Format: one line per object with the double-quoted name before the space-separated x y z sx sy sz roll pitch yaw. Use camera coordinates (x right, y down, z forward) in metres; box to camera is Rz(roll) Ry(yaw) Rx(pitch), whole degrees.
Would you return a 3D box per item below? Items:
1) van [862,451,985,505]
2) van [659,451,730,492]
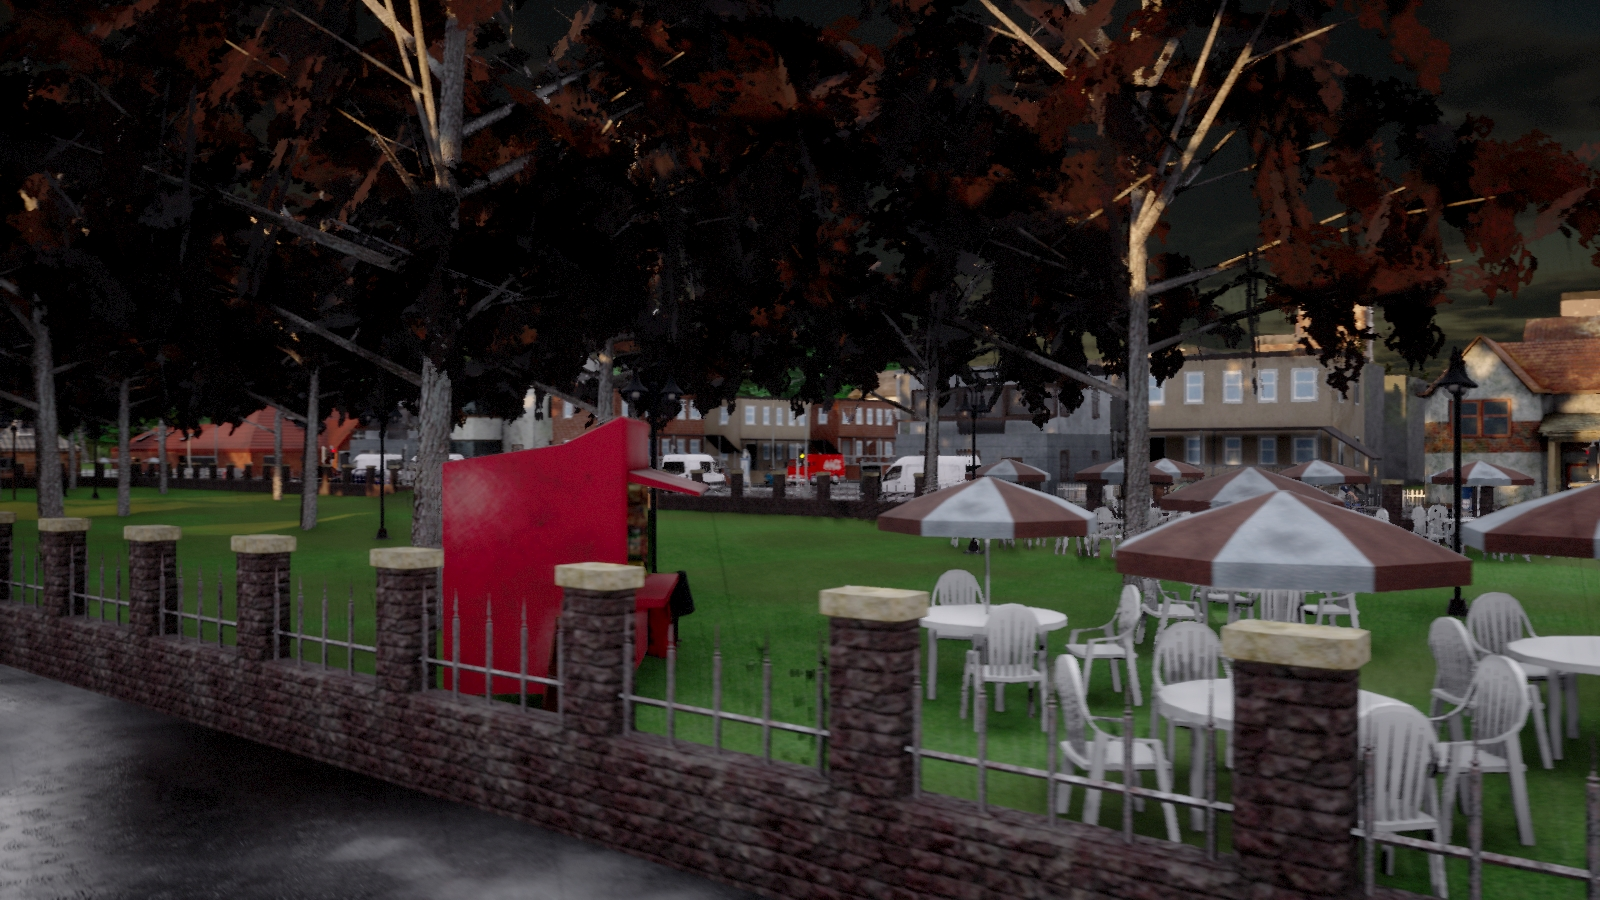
"van" 6.119 1.334 56.988 5.915 2.561 1.988 0 0 38
"van" -6.768 1.336 74.263 1.988 2.561 5.915 -1 0 23
